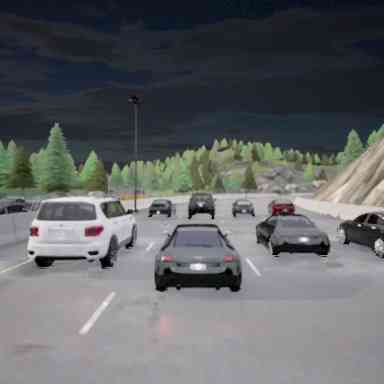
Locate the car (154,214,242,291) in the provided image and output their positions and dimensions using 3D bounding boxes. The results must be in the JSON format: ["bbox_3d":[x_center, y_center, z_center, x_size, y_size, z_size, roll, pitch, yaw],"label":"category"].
[{"bbox_3d":[0.141,1.528,8.960,1.994,1.385,4.181,0,0,0],"label":"car"}]

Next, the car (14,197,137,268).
[{"bbox_3d":[-3.338,1.171,11.214,2.150,2.045,5.566,0,0,1],"label":"car"}]

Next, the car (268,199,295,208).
[{"bbox_3d":[8.171,1.369,30.648,1.882,1.535,5.008,0,0,6],"label":"car"}]

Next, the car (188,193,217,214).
[{"bbox_3d":[0.909,1.109,28.384,2.150,2.045,5.566,0,0,5],"label":"car"}]

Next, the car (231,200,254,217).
[{"bbox_3d":[4.601,1.413,30.201,1.812,1.442,4.674,0,0,5],"label":"car"}]

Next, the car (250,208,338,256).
[{"bbox_3d":[3.684,1.519,12.870,1.994,1.385,4.181,0,0,1],"label":"car"}]

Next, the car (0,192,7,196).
[{"bbox_3d":[-19.994,1.062,32.059,2.150,2.045,5.566,0,0,5],"label":"car"}]

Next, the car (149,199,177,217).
[{"bbox_3d":[-2.514,1.384,29.169,1.837,1.490,4.892,0,0,5],"label":"car"}]

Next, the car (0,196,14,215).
[{"bbox_3d":[-16.650,1.357,30.168,1.837,1.490,4.892,0,0,5],"label":"car"}]

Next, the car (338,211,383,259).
[{"bbox_3d":[7.179,1.467,12.469,1.837,1.490,4.892,0,0,1],"label":"car"}]
